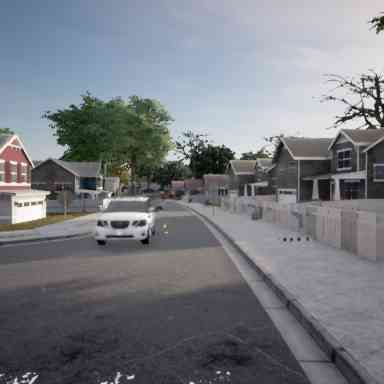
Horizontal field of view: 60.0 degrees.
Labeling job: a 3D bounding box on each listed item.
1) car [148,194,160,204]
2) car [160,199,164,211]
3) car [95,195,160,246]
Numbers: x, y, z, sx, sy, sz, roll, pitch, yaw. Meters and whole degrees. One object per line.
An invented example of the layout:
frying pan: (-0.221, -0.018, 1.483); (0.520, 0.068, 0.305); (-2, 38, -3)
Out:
car: (-7.672, 1.385, 66.743); (2.097, 1.767, 4.553); (0, 0, -9)
car: (-4.601, 1.605, 41.905); (1.837, 1.490, 4.892); (0, 0, -5)
car: (-2.934, 1.257, 15.796); (2.150, 2.045, 5.566); (0, 0, -2)
